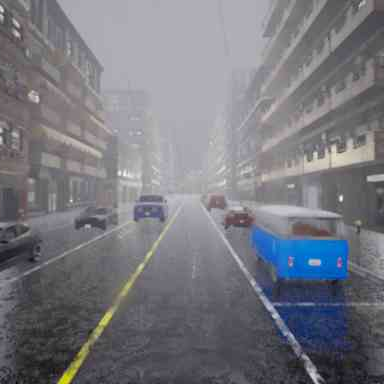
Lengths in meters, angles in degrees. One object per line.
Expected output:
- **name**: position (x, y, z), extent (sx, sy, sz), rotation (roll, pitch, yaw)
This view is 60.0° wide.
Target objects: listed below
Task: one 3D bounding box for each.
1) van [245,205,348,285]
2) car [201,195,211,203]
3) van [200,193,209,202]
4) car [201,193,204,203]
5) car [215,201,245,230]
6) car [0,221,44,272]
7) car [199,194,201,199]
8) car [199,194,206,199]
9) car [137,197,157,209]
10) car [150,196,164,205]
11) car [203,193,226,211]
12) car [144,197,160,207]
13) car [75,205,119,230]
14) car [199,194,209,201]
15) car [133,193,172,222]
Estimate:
- **van**: position (2.702, 1.302, 9.149), extent (1.690, 1.788, 3.998), rotation (1, 0, 0)
- **car**: position (2.696, 1.278, 64.860), extent (1.887, 1.381, 4.507), rotation (1, 0, 0)
- **van**: position (2.699, 1.052, 70.429), extent (1.690, 1.788, 3.998), rotation (1, 0, 0)
- **car**: position (2.701, 1.139, 42.573), extent (2.192, 1.841, 5.009), rotation (1, 0, 0)
- **car**: position (2.699, 1.460, 20.290), extent (1.887, 1.381, 4.507), rotation (1, 0, 0)
- **car**: position (-5.680, 1.528, 9.188), extent (1.947, 1.339, 4.313), rotation (1, 0, 0)
- **car**: position (2.700, 1.071, 59.287), extent (2.192, 1.841, 5.009), rotation (1, 0, 0)
- **car**: position (2.695, 1.169, 87.313), extent (1.752, 1.417, 4.829), rotation (1, 0, 0)
- **car**: position (-5.683, 1.369, 42.615), extent (1.887, 1.381, 4.507), rotation (1, 0, 0)
- **car**: position (-5.684, 1.361, 53.756), extent (1.802, 1.307, 4.206), rotation (1, 0, 0)
- **car**: position (2.701, 1.161, 37.003), extent (2.192, 1.841, 5.009), rotation (1, 0, 0)
- **car**: position (-5.683, 1.383, 48.185), extent (1.802, 1.307, 4.206), rotation (1, 0, 0)
- **car**: position (-5.682, 1.481, 20.330), extent (1.947, 1.339, 4.313), rotation (1, 0, 0)
- **car**: position (2.695, 1.239, 76.001), extent (2.008, 1.369, 4.403), rotation (1, 0, 0)
- **car**: position (-3.016, 1.121, 25.377), extent (2.150, 2.045, 5.566), rotation (0, 0, 0)
